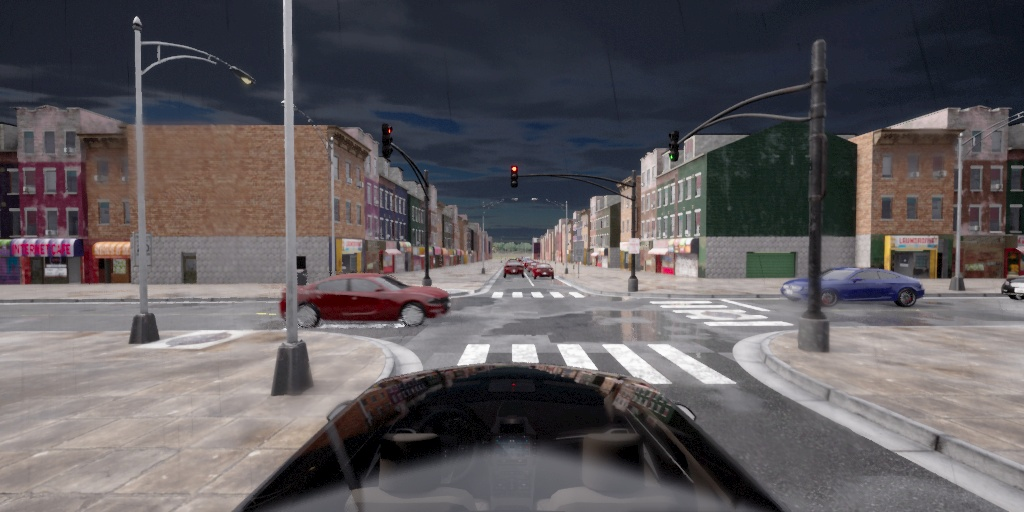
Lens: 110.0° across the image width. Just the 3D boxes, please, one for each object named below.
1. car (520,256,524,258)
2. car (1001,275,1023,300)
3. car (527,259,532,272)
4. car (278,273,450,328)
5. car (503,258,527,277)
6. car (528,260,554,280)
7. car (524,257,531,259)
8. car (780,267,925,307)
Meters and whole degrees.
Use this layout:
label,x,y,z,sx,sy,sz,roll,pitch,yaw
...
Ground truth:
label,x,y,z,sx,sy,sz,roll,pitch,yaw
car,2.755,1.185,59.328,1.967,1.591,4.097,0,0,0
car,22.461,1.086,14.069,4.902,1.511,2.128,0,1,0
car,2.721,1.327,42.730,1.802,1.307,4.207,0,0,0
car,-4.466,1.282,11.184,5.008,1.535,1.882,-1,1,0
car,0.180,1.223,35.713,1.882,1.535,5.008,0,0,0
car,2.698,1.290,31.665,1.888,1.381,4.507,0,0,0
car,2.744,1.290,53.795,1.888,1.381,4.507,0,0,0
car,13.299,1.160,14.113,4.674,1.442,1.812,0,1,1
